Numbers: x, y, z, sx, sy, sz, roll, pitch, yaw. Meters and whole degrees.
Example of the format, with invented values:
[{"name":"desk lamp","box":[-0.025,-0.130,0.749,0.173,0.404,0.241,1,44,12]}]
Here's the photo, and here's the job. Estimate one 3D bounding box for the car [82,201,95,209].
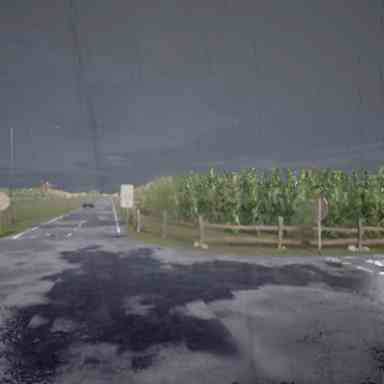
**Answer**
[{"name":"car","box":[-17.152,2.120,55.161,1.895,1.301,4.718,0,-1,-13]}]
